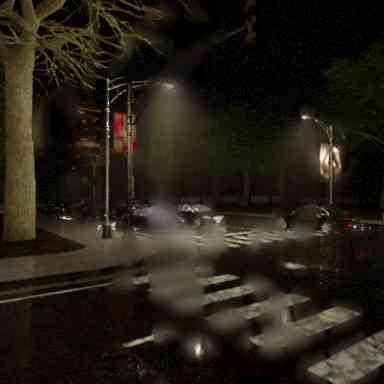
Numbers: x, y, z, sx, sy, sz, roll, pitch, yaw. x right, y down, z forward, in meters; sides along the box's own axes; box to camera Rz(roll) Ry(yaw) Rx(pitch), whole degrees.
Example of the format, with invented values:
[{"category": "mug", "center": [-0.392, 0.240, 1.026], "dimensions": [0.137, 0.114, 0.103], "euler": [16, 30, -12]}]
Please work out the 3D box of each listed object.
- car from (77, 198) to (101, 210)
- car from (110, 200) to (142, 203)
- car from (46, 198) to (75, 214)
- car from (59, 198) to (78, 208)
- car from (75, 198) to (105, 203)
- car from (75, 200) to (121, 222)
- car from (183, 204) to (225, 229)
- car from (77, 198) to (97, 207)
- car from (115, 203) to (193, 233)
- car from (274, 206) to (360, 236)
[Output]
[{"category": "car", "center": [-15.292, 1.740, 49.353], "dimensions": [1.882, 1.535, 5.008], "euler": [0, -1, -36]}, {"category": "car", "center": [-5.255, 1.467, 29.761], "dimensions": [2.097, 1.767, 4.553], "euler": [0, 0, -36]}, {"category": "car", "center": [-15.424, 1.684, 38.233], "dimensions": [1.837, 1.490, 4.892], "euler": [0, 0, -36]}, {"category": "car", "center": [-21.436, 1.831, 57.715], "dimensions": [1.882, 1.535, 5.008], "euler": [0, -1, -36]}, {"category": "car", "center": [-12.353, 1.748, 39.539], "dimensions": [1.994, 1.385, 4.181], "euler": [0, -1, -36]}, {"category": "car", "center": [-7.941, 1.671, 27.926], "dimensions": [1.994, 1.385, 4.181], "euler": [0, 0, -36]}, {"category": "car", "center": [0.166, 1.561, 22.319], "dimensions": [2.128, 1.511, 4.902], "euler": [0, 0, -36]}, {"category": "car", "center": [-18.807, 1.839, 59.625], "dimensions": [1.882, 1.535, 5.008], "euler": [0, -1, -36]}, {"category": "car", "center": [-2.509, 1.609, 20.450], "dimensions": [2.033, 1.411, 5.357], "euler": [0, 0, -36]}, {"category": "car", "center": [6.891, 1.541, 18.910], "dimensions": [1.837, 1.490, 4.892], "euler": [0, -1, -36]}]
